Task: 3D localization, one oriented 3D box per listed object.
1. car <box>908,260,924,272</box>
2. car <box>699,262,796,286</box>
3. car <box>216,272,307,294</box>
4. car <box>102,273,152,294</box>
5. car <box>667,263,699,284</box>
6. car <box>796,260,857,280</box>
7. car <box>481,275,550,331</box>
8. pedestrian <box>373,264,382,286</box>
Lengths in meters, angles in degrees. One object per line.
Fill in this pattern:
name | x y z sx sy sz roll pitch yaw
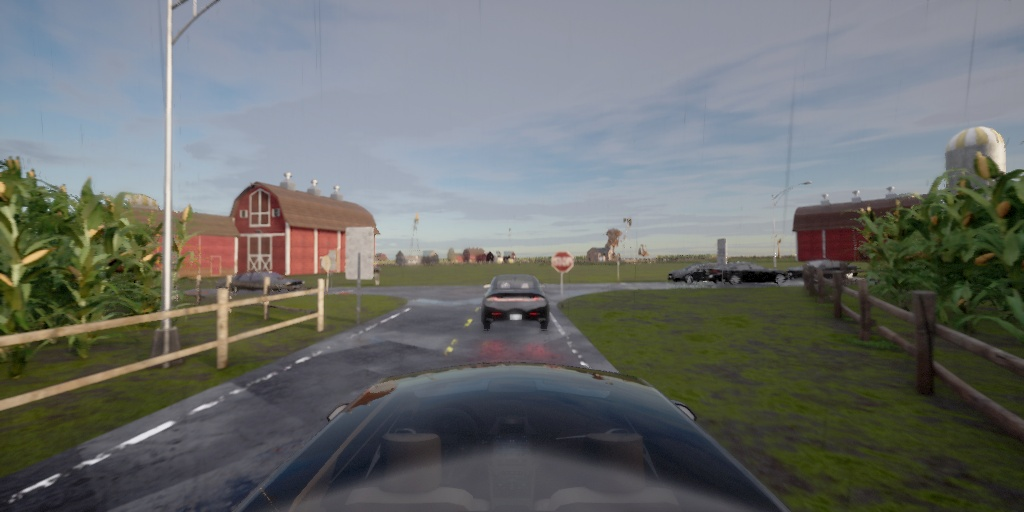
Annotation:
car | 33.968 0.993 29.049 5.357 1.411 2.033 -1 -1 -10
car | 15.641 1.165 23.951 5.008 1.535 1.882 -1 -1 -4
car | -16.954 1.777 24.305 5.357 1.411 2.033 -1 -1 6
car | -27.938 1.953 25.624 4.674 1.442 1.812 -1 -1 8
car | 14.179 1.270 26.830 4.892 1.490 1.837 -1 -1 -4
car | 23.756 1.087 27.669 5.008 1.535 1.882 -1 -1 -7
car | 0.094 1.344 11.423 2.128 1.511 4.902 0 -1 0
pedestrian | -11.205 1.532 29.761 0.375 1.860 0.375 0 0 4
